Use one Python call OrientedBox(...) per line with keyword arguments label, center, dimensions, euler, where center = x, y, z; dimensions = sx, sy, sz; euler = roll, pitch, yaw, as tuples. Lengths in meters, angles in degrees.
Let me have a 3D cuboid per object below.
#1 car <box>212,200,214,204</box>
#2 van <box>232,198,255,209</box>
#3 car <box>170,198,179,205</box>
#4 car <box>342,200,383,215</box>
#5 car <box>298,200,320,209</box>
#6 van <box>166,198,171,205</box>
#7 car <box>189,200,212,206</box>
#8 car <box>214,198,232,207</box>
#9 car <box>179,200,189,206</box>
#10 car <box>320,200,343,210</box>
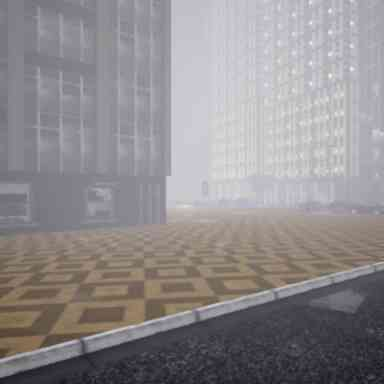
OrientedBox(label="car", center=(4.672, 2.550, 83.195), dimensions=(1.802, 1.307, 4.206), euler=(-1, -1, -24))
OrientedBox(label="van", center=(8.684, 1.817, 54.130), dimensions=(1.690, 1.788, 3.998), euler=(-1, -1, -24))
OrientedBox(label="car", center=(-2.956, 2.512, 79.725), dimensions=(1.887, 1.381, 4.507), euler=(-1, -1, -24))
OrientedBox(label="car", center=(18.005, 1.651, 33.649), dimensions=(2.008, 1.369, 4.403), euler=(-1, -1, -24))
OrientedBox(label="car", center=(18.646, 1.947, 52.478), dimensions=(1.947, 1.339, 4.313), euler=(-1, -1, -24))
OrientedBox(label="van", center=(-5.289, 2.409, 84.846), dimensions=(1.690, 1.788, 3.998), euler=(-1, -1, -24))
OrientedBox(label="car", center=(1.702, 2.319, 69.486), dimensions=(2.008, 1.369, 4.403), euler=(-1, -1, -24))
OrientedBox(label="car", center=(6.795, 1.941, 64.814), dimensions=(1.882, 1.535, 5.008), euler=(0, -1, -24))
OrientedBox(label="car", center=(-0.558, 2.390, 74.451), dimensions=(1.752, 1.417, 4.829), euler=(-1, -1, -24))
OrientedBox(label="car", center=(20.975, 1.853, 47.359), dimensions=(1.947, 1.339, 4.313), euler=(-1, -1, -24))
